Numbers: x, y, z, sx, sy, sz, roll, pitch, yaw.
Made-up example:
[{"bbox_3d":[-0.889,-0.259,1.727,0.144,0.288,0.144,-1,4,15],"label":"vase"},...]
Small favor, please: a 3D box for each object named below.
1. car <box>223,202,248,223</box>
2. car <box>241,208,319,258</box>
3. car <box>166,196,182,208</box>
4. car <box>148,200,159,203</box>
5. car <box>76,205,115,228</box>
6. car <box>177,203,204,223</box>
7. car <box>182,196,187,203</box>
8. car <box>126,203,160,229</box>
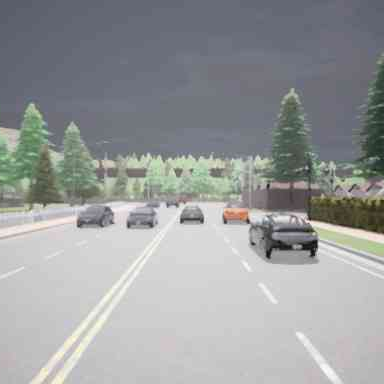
[{"bbox_3d":[3.731,1.662,28.378,2.097,1.767,4.553,0,-1,5],"label":"car"},{"bbox_3d":[3.514,1.642,13.485,2.128,1.511,4.902,0,0,0],"label":"car"},{"bbox_3d":[-3.556,1.888,61.091,2.150,2.045,5.566,0,-1,1],"label":"car"},{"bbox_3d":[-7.059,2.231,61.172,1.994,1.385,4.181,0,-1,1],"label":"car"},{"bbox_3d":[-7.022,1.778,24.659,1.837,1.490,4.892,0,-1,0],"label":"car"},{"bbox_3d":[0.013,1.877,28.494,1.994,1.385,4.181,0,-1,0],"label":"car"},{"bbox_3d":[-3.285,2.052,82.575,2.150,2.045,5.566,0,-1,-27],"label":"car"},{"bbox_3d":[-3.526,1.791,24.263,1.812,1.442,4.674,0,-1,0],"label":"car"}]
